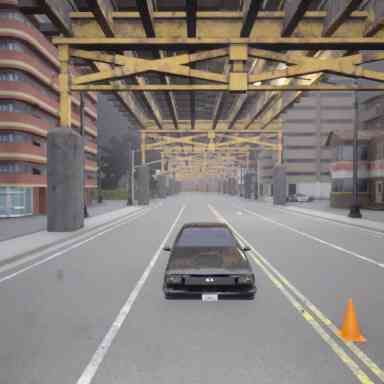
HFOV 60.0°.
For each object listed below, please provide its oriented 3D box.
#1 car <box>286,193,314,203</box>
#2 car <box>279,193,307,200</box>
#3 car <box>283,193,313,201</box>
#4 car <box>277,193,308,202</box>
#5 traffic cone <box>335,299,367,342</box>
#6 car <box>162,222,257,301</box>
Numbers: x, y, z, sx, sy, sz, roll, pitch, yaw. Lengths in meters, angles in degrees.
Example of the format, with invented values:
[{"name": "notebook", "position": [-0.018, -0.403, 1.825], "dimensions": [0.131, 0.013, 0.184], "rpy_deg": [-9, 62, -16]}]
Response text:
[{"name": "car", "position": [17.459, 1.005, 54.864], "dimensions": [4.974, 1.542, 2.038], "rpy_deg": [0, 1, -20]}, {"name": "car", "position": [17.854, 0.800, 58.997], "dimensions": [4.536, 1.218, 1.853], "rpy_deg": [0, 1, 25]}, {"name": "car", "position": [17.508, 0.847, 54.880], "dimensions": [4.536, 1.218, 1.853], "rpy_deg": [0, 1, -20]}, {"name": "car", "position": [17.807, 0.958, 59.020], "dimensions": [4.974, 1.542, 2.038], "rpy_deg": [0, 1, 25]}, {"name": "traffic cone", "position": [2.453, 1.949, 5.141], "dimensions": [0.340, 0.580, 0.340], "rpy_deg": [0, 0, 0]}, {"name": "car", "position": [0.361, 1.533, 8.748], "dimensions": [2.033, 1.411, 5.357], "rpy_deg": [0, 0, 1]}]
